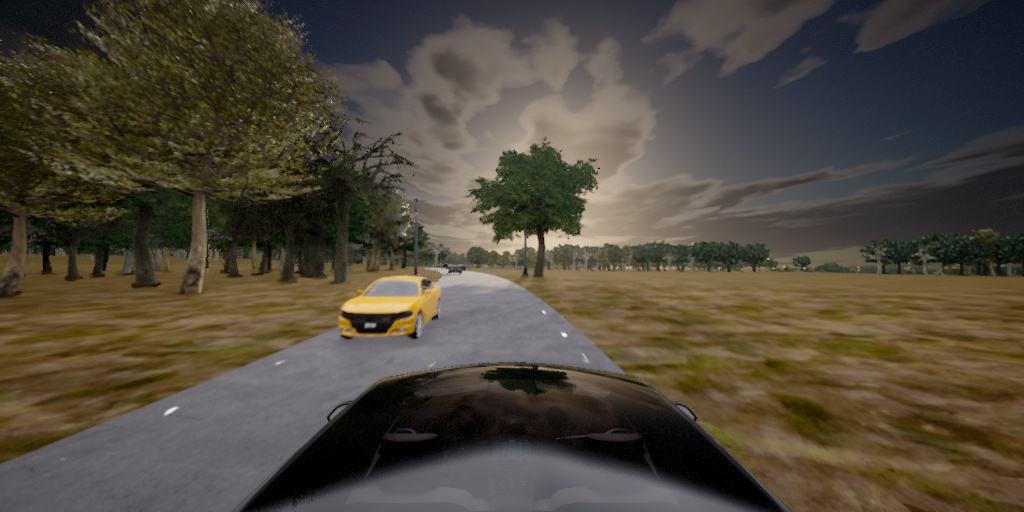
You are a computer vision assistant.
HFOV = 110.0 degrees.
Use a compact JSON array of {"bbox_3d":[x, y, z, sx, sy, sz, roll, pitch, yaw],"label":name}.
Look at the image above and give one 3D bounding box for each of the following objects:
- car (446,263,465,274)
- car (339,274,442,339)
[{"bbox_3d":[-8.512,1.964,53.783,1.994,1.385,4.181,1,-2,-11],"label":"car"},{"bbox_3d":[-3.305,1.335,10.619,1.882,1.535,5.008,1,-1,-2],"label":"car"}]
